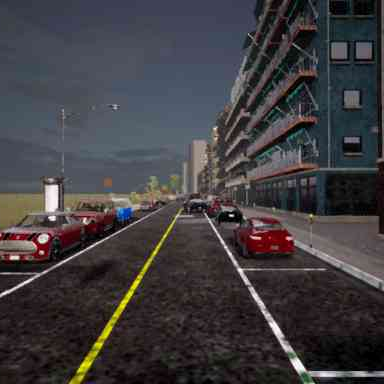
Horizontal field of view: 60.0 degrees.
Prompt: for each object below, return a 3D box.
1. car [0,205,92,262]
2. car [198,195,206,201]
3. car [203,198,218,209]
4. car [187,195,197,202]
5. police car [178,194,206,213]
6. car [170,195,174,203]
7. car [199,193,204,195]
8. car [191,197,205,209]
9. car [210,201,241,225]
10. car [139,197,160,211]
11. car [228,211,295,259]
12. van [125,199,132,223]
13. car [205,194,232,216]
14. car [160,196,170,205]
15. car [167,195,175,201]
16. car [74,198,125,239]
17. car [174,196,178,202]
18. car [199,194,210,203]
[{"bbox_3d":[-5.305,1.442,11.944,1.967,1.590,4.097,1,0,0],"label":"car"},{"bbox_3d":[2.574,1.552,86.185,1.752,1.417,4.829,1,0,0],"label":"car"},{"bbox_3d":[2.574,1.537,46.558,1.752,1.417,4.829,1,0,0],"label":"car"},{"bbox_3d":[0.000,1.434,74.067,2.033,1.411,5.357,0,0,0],"label":"car"},{"bbox_3d":[0.196,1.435,37.303,1.930,1.638,5.238,-1,0,-14],"label":"police car"},{"bbox_3d":[-5.307,1.601,68.485,1.802,1.307,4.206,1,0,0],"label":"car"},{"bbox_3d":[2.576,1.329,52.049,2.192,1.841,5.009,1,0,0],"label":"car"},{"bbox_3d":[0.825,1.523,47.453,1.837,1.490,4.892,0,0,0],"label":"car"},{"bbox_3d":[2.574,1.571,23.743,1.947,1.339,4.313,1,0,0],"label":"car"},{"bbox_3d":[-5.307,1.592,40.215,1.802,1.307,4.206,1,0,0],"label":"car"},{"bbox_3d":[2.574,1.584,12.421,1.802,1.307,4.206,1,0,0],"label":"car"},{"bbox_3d":[-5.304,1.346,23.253,1.690,1.788,3.998,1,0,0],"label":"van"},{"bbox_3d":[2.576,1.322,29.404,2.192,1.841,5.009,1,0,0],"label":"car"},{"bbox_3d":[-5.307,1.581,57.177,1.947,1.339,4.313,1,0,0],"label":"car"},{"bbox_3d":[-5.306,1.552,85.277,1.752,1.417,4.829,1,0,0],"label":"car"},{"bbox_3d":[-5.304,1.318,17.599,2.192,1.841,5.009,1,0,0],"label":"car"},{"bbox_3d":[-2.750,1.518,76.718,1.994,1.385,4.181,0,0,0],"label":"car"},{"bbox_3d":[2.576,1.334,69.032,2.192,1.841,5.009,1,0,0],"label":"car"}]
